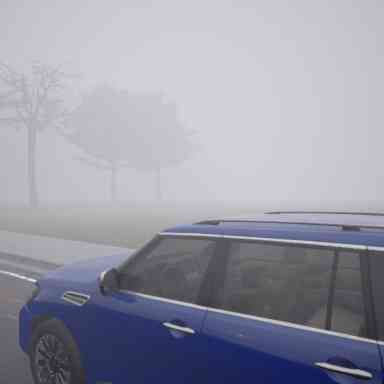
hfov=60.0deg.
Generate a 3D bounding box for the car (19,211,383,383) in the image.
[{"bbox_3d":[0.588,1.222,3.273,5.566,2.045,2.150,0,0,35],"label":"car"}]
